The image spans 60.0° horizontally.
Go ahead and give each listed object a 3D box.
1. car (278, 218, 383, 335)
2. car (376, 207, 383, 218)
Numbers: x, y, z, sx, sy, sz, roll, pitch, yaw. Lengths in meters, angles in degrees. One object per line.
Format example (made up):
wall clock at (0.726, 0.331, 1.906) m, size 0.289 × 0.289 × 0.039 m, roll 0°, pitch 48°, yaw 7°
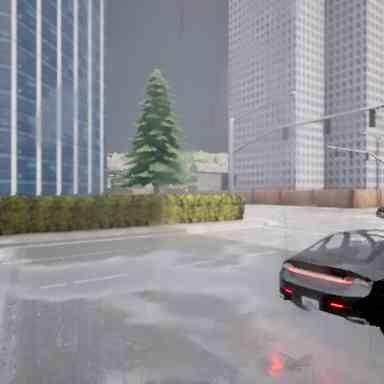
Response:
car at (3.811, 1.493, 6.521) m, size 4.902 × 1.511 × 2.128 m, roll 0°, pitch 0°, yaw -35°
car at (16.645, 1.498, 26.042) m, size 2.128 × 1.511 × 4.902 m, roll 0°, pitch 0°, yaw -9°
